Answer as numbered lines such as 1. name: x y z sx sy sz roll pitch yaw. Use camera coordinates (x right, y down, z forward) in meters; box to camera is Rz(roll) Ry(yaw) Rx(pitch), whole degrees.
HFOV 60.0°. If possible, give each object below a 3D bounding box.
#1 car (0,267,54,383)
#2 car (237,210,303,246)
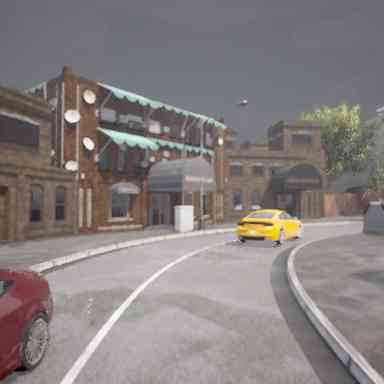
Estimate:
1. car: -2.922 1.525 2.987 1.812 1.442 4.674 0 0 3
2. car: 3.906 1.626 16.150 1.882 1.535 5.008 -2 -3 33
